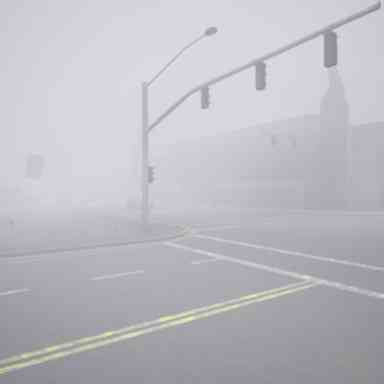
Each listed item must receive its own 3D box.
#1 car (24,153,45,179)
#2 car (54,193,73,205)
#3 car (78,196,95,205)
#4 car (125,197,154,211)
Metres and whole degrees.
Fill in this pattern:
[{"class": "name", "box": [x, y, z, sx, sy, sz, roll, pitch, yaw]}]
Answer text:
[{"class": "car", "box": [-20.787, -3.504, 43.963, 1.994, 1.385, 4.181, 14, -49, -23]}, {"class": "car", "box": [-22.124, 1.121, 57.061, 2.150, 2.045, 5.566, 0, 0, -34]}, {"class": "car", "box": [-18.388, 1.442, 57.754, 1.994, 1.385, 4.181, 0, 0, -33]}, {"class": "car", "box": [-6.257, 1.364, 39.387, 1.882, 1.535, 5.008, 0, 0, -34]}]
